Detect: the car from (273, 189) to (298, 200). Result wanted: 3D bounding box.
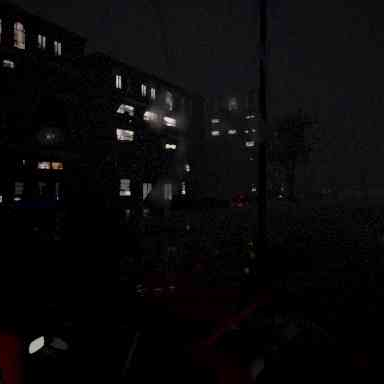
[{"bbox_3d":[15.680,0.676,55.886,1.752,1.417,4.829,2,2,35],"label":"car"}]

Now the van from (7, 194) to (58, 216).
[{"bbox_3d":[-13.553,1.035,28.523,1.690,1.788,3.998,2,2,35],"label":"van"}]

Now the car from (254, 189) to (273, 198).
[{"bbox_3d":[15.066,0.227,69.670,2.192,1.841,5.009,2,2,35],"label":"car"}]

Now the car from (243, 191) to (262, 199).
[{"bbox_3d":[11.786,0.526,64.963,1.752,1.417,4.829,2,2,35],"label":"car"}]

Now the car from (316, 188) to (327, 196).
[{"bbox_3d":[33.119,-0.033,84.768,2.097,1.767,4.553,0,1,28],"label":"car"}]

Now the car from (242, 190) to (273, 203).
[{"bbox_3d":[9.223,0.877,46.603,2.008,1.369,4.403,2,2,35],"label":"car"}]

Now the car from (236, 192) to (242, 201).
[{"bbox_3d":[7.563,0.816,48.861,1.812,1.442,4.674,1,1,35],"label":"car"}]

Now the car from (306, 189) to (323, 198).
[{"bbox_3d":[25.122,0.446,69.464,2.008,1.369,4.403,2,2,35],"label":"car"}]

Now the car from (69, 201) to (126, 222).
[{"bbox_3d":[-6.676,1.329,23.745,1.947,1.339,4.313,2,2,35],"label":"car"}]

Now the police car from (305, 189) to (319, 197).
[{"bbox_3d":[27.663,0.191,76.647,1.930,1.638,5.238,0,1,32],"label":"police car"}]

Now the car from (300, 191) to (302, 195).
[{"bbox_3d":[27.781,0.115,87.963,1.887,1.381,4.507,2,2,35],"label":"car"}]

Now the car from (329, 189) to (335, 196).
[{"bbox_3d":[34.662,0.080,83.176,1.967,1.590,4.097,2,2,35],"label":"car"}]

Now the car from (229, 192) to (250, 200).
[{"bbox_3d":[8.703,0.650,60.533,1.947,1.339,4.313,2,2,35],"label":"car"}]

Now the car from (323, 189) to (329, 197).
[{"bbox_3d":[28.301,0.361,74.034,2.008,1.369,4.403,2,2,35],"label":"car"}]

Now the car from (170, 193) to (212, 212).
[{"bbox_3d":[-0.317,1.132,32.887,1.887,1.381,4.507,2,2,35],"label":"car"}]

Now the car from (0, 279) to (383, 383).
[{"bbox_3d":[-0.316,1.544,3.095,4.507,1.381,1.887,0,0,36],"label":"car"}]

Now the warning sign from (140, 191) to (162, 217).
[{"bbox_3d":[-3.057,0.851,24.823,1.300,1.860,1.060,-1,0,35],"label":"warning sign"}]

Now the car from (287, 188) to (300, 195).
[{"bbox_3d":[24.604,-0.029,83.385,2.192,1.841,5.009,2,2,35],"label":"car"}]

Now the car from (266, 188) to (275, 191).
[{"bbox_3d":[13.187,0.357,57.029,2.150,2.045,5.566,1,1,35],"label":"car"}]

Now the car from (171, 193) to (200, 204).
[{"bbox_3d":[-0.836,0.910,46.816,1.947,1.339,4.313,2,2,35],"label":"car"}]

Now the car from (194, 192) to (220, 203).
[{"bbox_3d":[2.343,0.808,51.388,2.008,1.369,4.403,2,2,35],"label":"car"}]

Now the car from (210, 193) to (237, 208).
[{"bbox_3d":[2.863,1.051,37.459,2.008,1.369,4.403,2,2,35],"label":"car"}]
